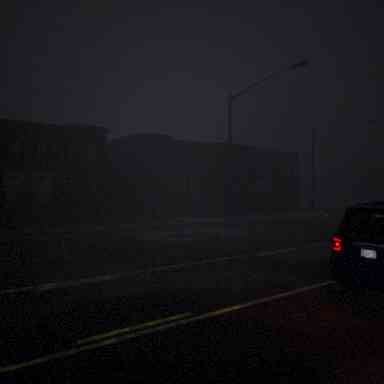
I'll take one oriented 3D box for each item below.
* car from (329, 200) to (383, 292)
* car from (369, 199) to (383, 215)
[{"bbox_3d":[5.531,1.249,7.757,5.566,2.045,2.150,0,0,-34],"label":"car"},{"bbox_3d":[20.889,1.614,36.451,1.837,1.490,4.892,1,0,19],"label":"car"}]
